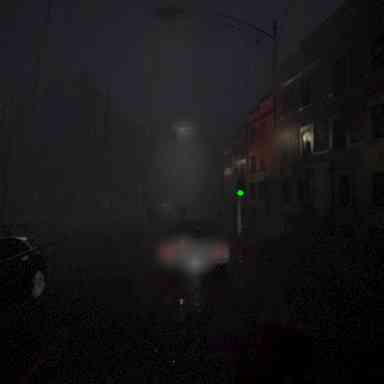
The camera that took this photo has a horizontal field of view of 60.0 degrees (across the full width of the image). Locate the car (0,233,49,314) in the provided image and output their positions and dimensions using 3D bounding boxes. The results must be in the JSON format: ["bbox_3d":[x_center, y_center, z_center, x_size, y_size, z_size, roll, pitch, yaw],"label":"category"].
[{"bbox_3d":[-4.094,1.514,5.522,1.837,1.490,4.892,0,0,0],"label":"car"}]

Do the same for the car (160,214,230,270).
[{"bbox_3d":[0.081,1.619,11.033,1.895,1.301,4.718,0,0,0],"label":"car"}]

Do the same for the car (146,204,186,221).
[{"bbox_3d":[-2.320,1.646,27.903,1.895,1.301,4.718,0,0,-26],"label":"car"}]
